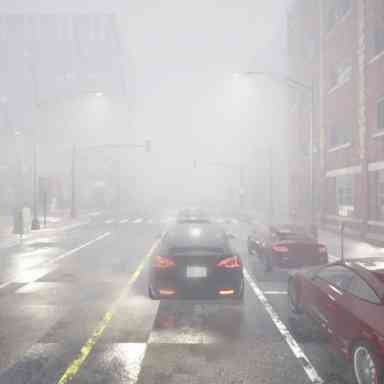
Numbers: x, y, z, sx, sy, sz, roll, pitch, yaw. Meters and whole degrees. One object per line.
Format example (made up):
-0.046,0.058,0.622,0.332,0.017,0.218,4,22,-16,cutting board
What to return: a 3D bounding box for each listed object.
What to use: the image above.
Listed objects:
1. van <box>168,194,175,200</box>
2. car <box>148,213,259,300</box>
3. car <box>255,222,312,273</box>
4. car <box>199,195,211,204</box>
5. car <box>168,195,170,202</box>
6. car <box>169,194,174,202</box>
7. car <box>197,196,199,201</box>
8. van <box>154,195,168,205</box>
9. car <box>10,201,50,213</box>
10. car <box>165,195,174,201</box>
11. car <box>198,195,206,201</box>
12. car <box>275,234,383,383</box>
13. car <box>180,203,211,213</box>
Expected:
-5.866,1.372,93.562,1.690,1.788,3.998,1,0,0,van
0.083,1.506,8.415,2.163,1.488,4.792,0,0,0,car
2.816,1.584,10.373,1.802,1.307,4.206,1,0,0,car
2.580,1.541,59.796,1.752,1.417,4.829,1,0,0,car
-5.812,1.600,65.300,1.802,1.307,4.206,1,0,0,car
-5.835,1.604,76.605,1.802,1.307,4.206,1,0,0,car
2.534,1.569,82.236,1.887,1.381,4.507,1,0,0,car
-5.797,1.357,59.648,1.690,1.788,3.998,1,0,0,van
-18.790,1.728,38.712,4.313,1.339,1.947,0,-1,0,car
-5.857,1.578,87.909,2.008,1.369,4.403,1,0,0,car
2.522,1.593,87.887,1.947,1.339,4.313,1,0,0,car
2.658,1.583,4.717,1.802,1.307,4.206,1,0,0,car
0.065,1.551,17.687,2.033,1.411,5.357,0,0,-1,car
